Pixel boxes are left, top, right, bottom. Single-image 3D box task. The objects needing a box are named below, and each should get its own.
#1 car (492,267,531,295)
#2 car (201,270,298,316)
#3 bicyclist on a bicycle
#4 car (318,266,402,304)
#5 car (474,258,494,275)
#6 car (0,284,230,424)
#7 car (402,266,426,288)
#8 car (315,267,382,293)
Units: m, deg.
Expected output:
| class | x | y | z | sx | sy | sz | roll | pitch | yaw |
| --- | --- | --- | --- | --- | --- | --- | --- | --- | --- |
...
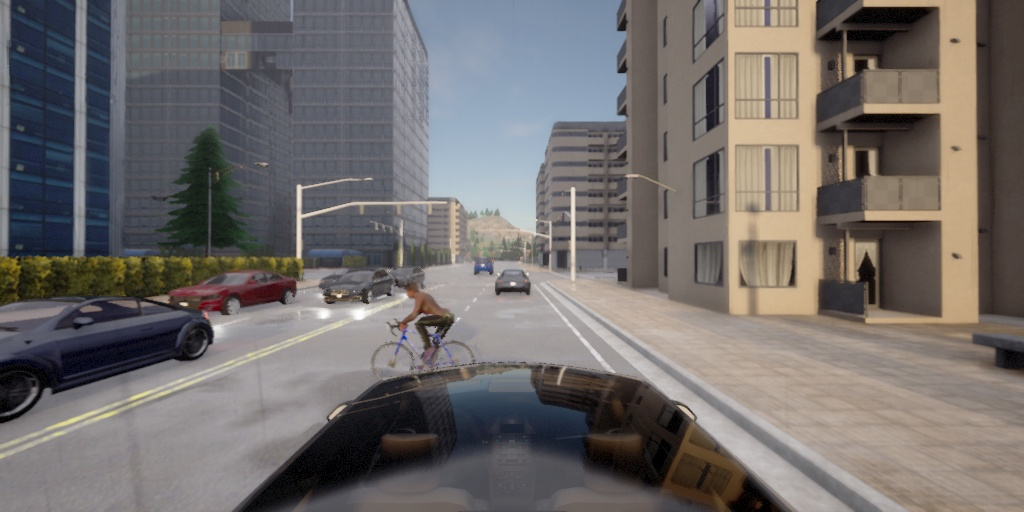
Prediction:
| class | x | y | z | sx | sy | sz | roll | pitch | yaw |
| --- | --- | --- | --- | --- | --- | --- | --- | --- | --- |
| car | 0.067 | 1.458 | 20.827 | 1.994 | 1.385 | 4.181 | 0 | 0 | 0 |
| car | -10.601 | 1.321 | 14.075 | 1.882 | 1.535 | 5.008 | 0 | -1 | 0 |
| bicyclist on a bicycle | -1.413 | 1.231 | 5.681 | 1.656 | 1.620 | 0.582 | -1 | 0 | 0 |
| car | -7.094 | 1.368 | 17.162 | 1.837 | 1.490 | 4.892 | 0 | 1 | 0 |
| car | -3.472 | 1.300 | 44.942 | 2.150 | 2.045 | 5.566 | 0 | 0 | 0 |
| car | -7.105 | 1.344 | 5.617 | 1.994 | 1.385 | 4.181 | 0 | 0 | 0 |
| car | -7.036 | 1.416 | 23.672 | 1.837 | 1.490 | 4.892 | 0 | 0 | 0 |
| car | -10.536 | 1.464 | 23.666 | 2.033 | 1.411 | 5.357 | 0 | 0 | 0 |
